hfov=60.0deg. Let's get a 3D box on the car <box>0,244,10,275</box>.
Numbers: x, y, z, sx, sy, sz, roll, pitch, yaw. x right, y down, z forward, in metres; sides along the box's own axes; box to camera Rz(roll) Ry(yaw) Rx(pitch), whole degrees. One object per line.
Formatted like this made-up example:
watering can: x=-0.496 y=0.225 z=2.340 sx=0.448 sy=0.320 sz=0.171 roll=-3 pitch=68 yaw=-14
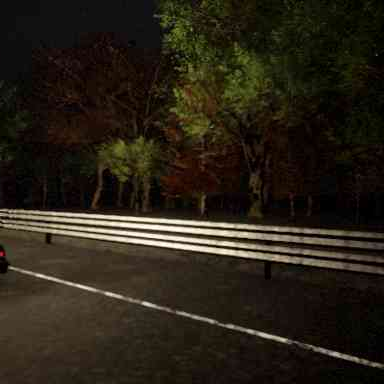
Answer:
car: x=-6.908 y=1.535 z=8.816 sx=5.357 sy=1.411 sz=2.033 roll=0 pitch=0 yaw=36
